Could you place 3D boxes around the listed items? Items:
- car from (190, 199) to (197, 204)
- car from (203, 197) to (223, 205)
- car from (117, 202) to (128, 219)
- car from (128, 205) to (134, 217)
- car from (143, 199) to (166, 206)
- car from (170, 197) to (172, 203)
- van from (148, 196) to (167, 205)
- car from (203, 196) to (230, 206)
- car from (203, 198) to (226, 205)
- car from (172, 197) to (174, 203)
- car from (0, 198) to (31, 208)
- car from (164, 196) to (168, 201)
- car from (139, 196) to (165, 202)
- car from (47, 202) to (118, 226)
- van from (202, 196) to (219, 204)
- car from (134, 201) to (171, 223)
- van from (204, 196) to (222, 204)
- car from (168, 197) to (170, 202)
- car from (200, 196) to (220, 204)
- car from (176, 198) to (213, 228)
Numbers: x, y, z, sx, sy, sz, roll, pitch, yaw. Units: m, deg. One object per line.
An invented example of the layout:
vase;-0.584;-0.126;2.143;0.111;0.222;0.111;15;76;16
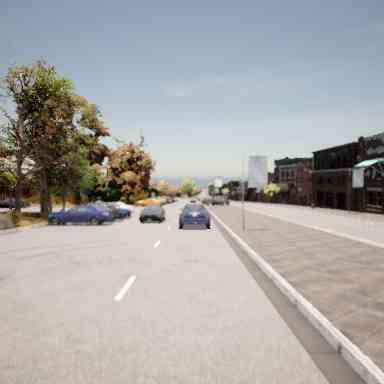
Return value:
car;0.295;2.542;89.924;1.895;1.301;4.718;0;-1;0
car;5.051;2.128;79.601;4.553;1.767;2.185;0;-1;0
car;-8.233;1.711;27.966;4.892;1.521;2.231;0;0;0
car;-8.233;1.737;31.240;5.008;1.535;2.097;0;0;0
car;-8.086;2.153;71.226;4.674;1.452;2.002;0;-1;0
car;-8.046;2.386;85.145;4.674;1.452;2.002;0;-1;0
van;-8.176;2.020;79.579;4.442;1.987;1.878;0;-1;0
car;4.983;2.046;65.590;4.892;1.521;2.231;0;-1;0
car;4.998;2.161;73.994;4.892;1.521;2.231;0;-1;0
car;-8.033;2.446;90.716;5.008;1.535;2.097;0;-1;0
car;-26.088;1.575;47.784;5.357;1.411;2.033;1;2;0
car;-8.098;2.073;68.440;5.008;1.535;2.097;0;-1;0
car;-8.107;2.007;62.872;5.008;1.535;2.097;0;-1;0
car;-8.248;1.723;24.690;4.674;1.452;2.002;0;0;0
van;4.920;2.178;88.013;4.442;1.987;1.878;0;-1;0
car;-3.218;1.782;28.090;2.033;1.411;5.357;0;-1;1
van;5.142;2.078;82.407;4.442;1.987;1.878;0;-1;0
car;-8.036;2.074;76.797;4.553;1.767;2.185;0;-1;0
car;5.017;2.254;93.620;5.566;2.045;2.435;0;-1;0
car;0.181;1.551;23.695;2.097;1.767;4.553;0;0;0
